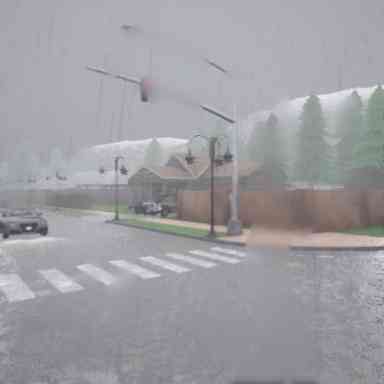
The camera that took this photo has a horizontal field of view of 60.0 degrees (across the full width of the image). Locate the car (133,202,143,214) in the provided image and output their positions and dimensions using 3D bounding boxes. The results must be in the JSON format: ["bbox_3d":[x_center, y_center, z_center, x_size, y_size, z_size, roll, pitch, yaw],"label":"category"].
[{"bbox_3d":[-3.358,1.163,30.971,3.866,1.878,1.905,0,0,-37],"label":"car"}]

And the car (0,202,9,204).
[{"bbox_3d":[-14.350,1.479,24.723,2.128,1.511,4.902,0,0,-37],"label":"car"}]

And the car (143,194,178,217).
[{"bbox_3d":[-1.541,1.161,29.190,4.605,1.855,1.932,0,0,-37],"label":"car"}]

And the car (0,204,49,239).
[{"bbox_3d":[-8.980,1.552,17.512,1.994,1.385,4.181,0,0,-37],"label":"car"}]
